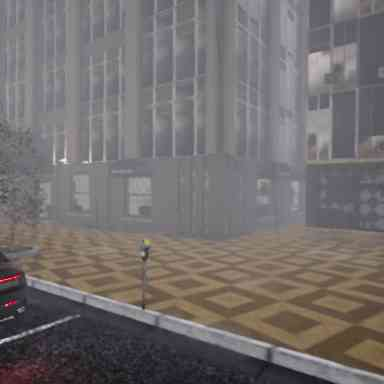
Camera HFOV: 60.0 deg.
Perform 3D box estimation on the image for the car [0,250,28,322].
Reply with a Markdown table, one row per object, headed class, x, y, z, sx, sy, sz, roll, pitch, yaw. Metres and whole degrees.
| class | x | y | z | sx | sy | sz | roll | pitch | yaw |
| --- | --- | --- | --- | --- | --- | --- | --- | --- | --- |
| car | -4.936 | 1.543 | 6.181 | 4.892 | 1.490 | 1.837 | 0 | 0 | 37 |
